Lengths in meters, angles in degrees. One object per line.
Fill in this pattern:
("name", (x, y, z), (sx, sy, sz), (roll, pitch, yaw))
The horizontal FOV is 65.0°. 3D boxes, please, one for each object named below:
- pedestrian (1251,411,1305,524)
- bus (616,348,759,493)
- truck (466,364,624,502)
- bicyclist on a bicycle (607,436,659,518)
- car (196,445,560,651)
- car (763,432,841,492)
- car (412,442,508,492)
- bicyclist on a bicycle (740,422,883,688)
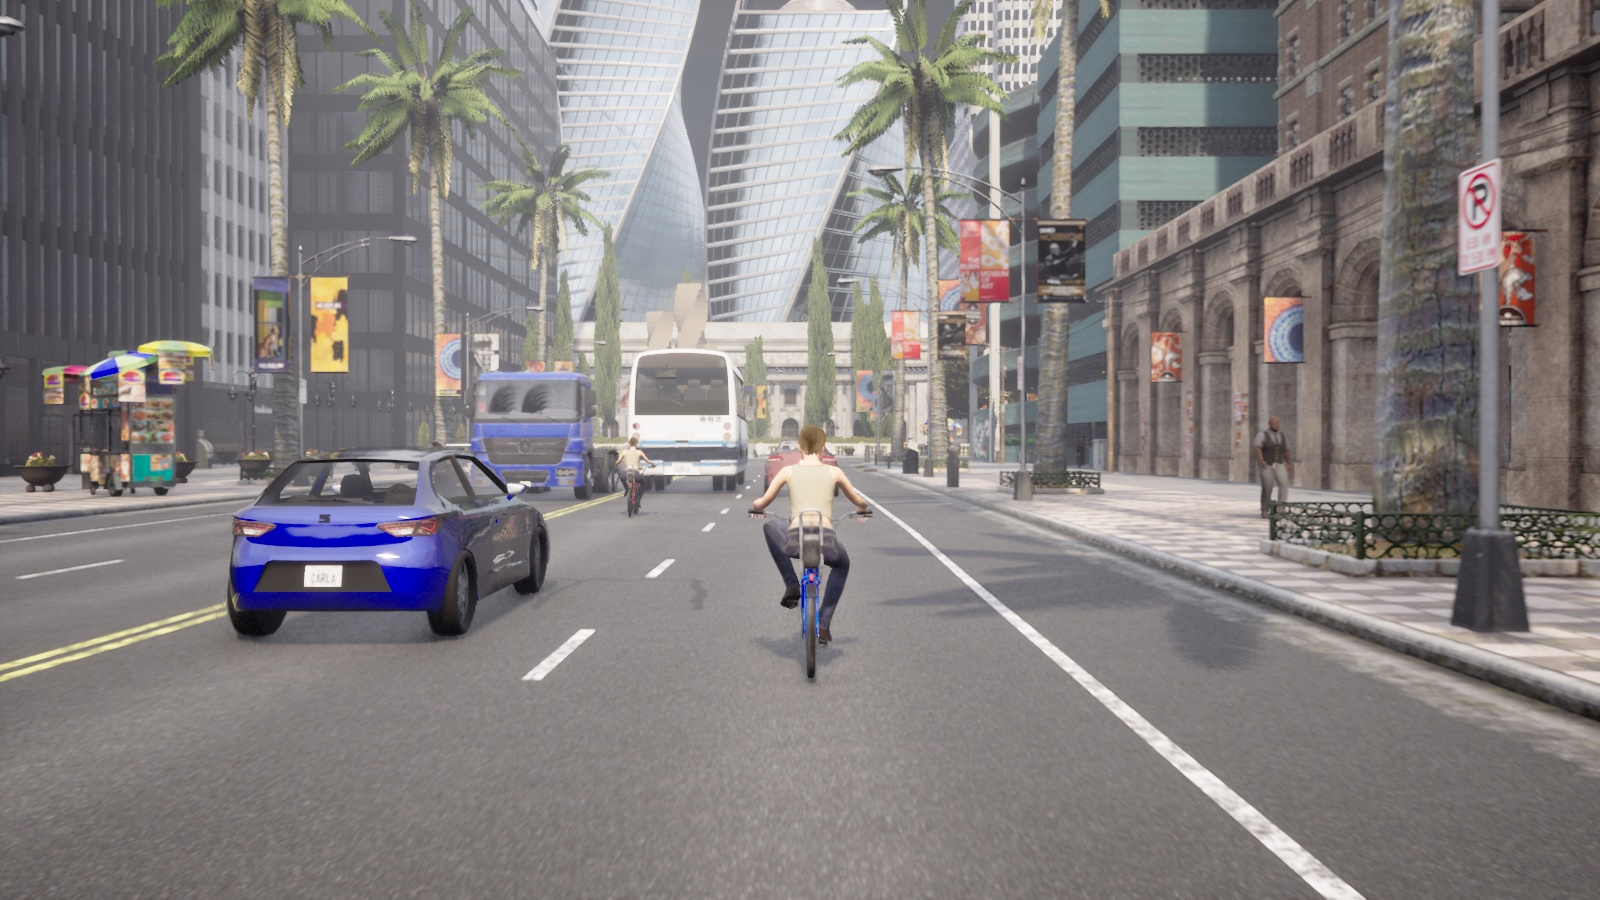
("pedestrian", (8.158, 0.290, 21.443), (0.563, 1.883, 0.849), (0, 0, -3))
("bus", (-3.496, -0.869, 42.187), (3.944, 4.253, 10.273), (0, 0, 0))
("truck", (-6.953, -0.439, 35.421), (2.891, 3.462, 7.936), (0, 0, 0))
("bicyclist on a bicycle", (-3.393, 0.538, 25.595), (0.866, 1.612, 1.509), (0, -1, 0))
("car", (-3.432, 0.695, 11.120), (1.816, 1.474, 4.193), (0, 0, 0))
("car", (0.035, 0.318, 37.038), (2.152, 1.651, 5.027), (0, 0, 0))
("car", (-10.478, 0.485, 39.000), (1.970, 1.475, 3.806), (0, 0, 0))
("bicyclist on a bicycle", (0.069, 0.636, 8.371), (0.866, 1.612, 1.509), (0, 0, 0))
